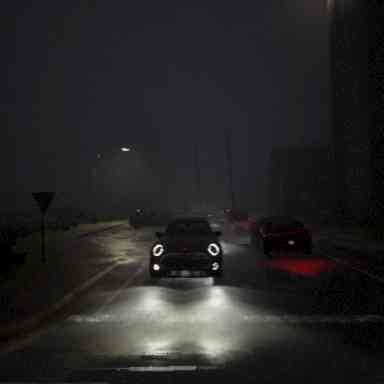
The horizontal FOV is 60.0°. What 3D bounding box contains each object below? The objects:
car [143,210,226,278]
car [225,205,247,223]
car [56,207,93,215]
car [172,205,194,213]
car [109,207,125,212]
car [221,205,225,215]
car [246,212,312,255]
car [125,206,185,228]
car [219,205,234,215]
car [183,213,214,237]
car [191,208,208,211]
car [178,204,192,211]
[{"bbox_3d":[-0.081,1.679,11.252,2.097,1.767,4.553,-1,-2,3],"label":"car"},{"bbox_3d":[4.816,2.368,35.265,1.882,1.535,5.008,-1,-2,3],"label":"car"},{"bbox_3d":[-15.734,2.897,44.641,4.605,1.855,1.932,-1,-2,3],"label":"car"},{"bbox_3d":[-1.760,3.434,67.572,4.193,1.474,1.816,-1,-2,3],"label":"car"},{"bbox_3d":[-14.669,3.709,67.083,3.905,1.438,1.784,-1,-2,3],"label":"car"},{"bbox_3d":[5.288,2.652,45.331,2.128,1.511,4.902,-1,-2,3],"label":"car"},{"bbox_3d":[3.864,1.826,15.049,1.882,1.535,5.008,-1,-2,2],"label":"car"},{"bbox_3d":[-3.273,2.394,29.924,4.611,1.667,2.242,-1,-2,3],"label":"car"},{"bbox_3d":[5.678,2.904,54.705,2.128,1.511,4.902,-1,-2,3],"label":"car"},{"bbox_3d":[0.533,2.255,23.507,1.895,1.301,4.718,-1,-2,3],"label":"car"},{"bbox_3d":[1.227,2.622,37.231,1.895,1.301,4.718,-1,-2,3],"label":"car"},{"bbox_3d":[-1.941,2.870,54.089,3.866,1.878,1.905,-1,-2,3],"label":"car"}]
